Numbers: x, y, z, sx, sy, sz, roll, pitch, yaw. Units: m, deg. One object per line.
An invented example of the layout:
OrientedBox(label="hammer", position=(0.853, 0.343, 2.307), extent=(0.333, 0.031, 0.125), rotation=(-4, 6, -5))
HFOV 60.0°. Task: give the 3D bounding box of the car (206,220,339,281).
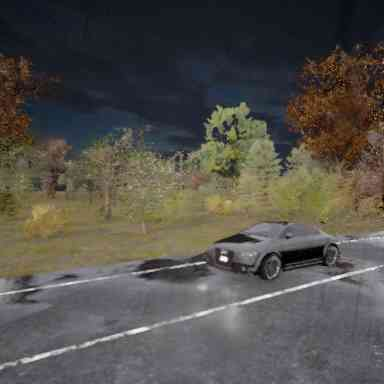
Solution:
OrientedBox(label="car", position=(2.475, 1.565, 9.870), extent=(4.181, 1.385, 1.994), rotation=(0, 0, -35))
